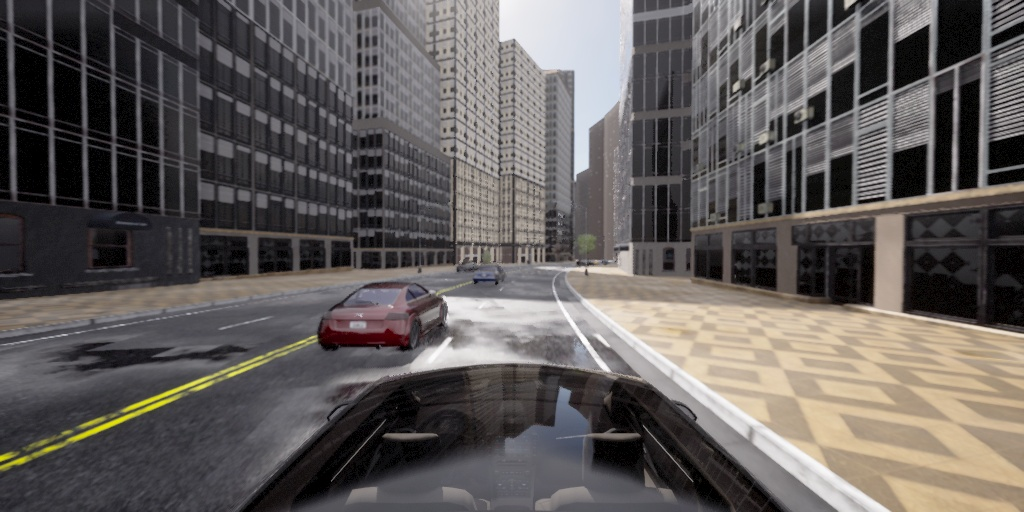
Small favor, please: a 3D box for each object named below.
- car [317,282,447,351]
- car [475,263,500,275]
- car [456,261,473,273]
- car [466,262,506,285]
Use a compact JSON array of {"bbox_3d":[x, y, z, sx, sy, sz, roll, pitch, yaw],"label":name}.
[{"bbox_3d":[-2.956,1.329,9.041,1.994,1.385,4.181,0,0,2],"label":"car"},{"bbox_3d":[-2.834,1.491,42.921,1.895,1.301,4.718,0,0,10],"label":"car"},{"bbox_3d":[-5.627,1.407,45.572,1.812,1.442,4.674,0,0,11],"label":"car"},{"bbox_3d":[-1.653,1.387,27.234,2.033,1.411,5.357,0,0,6],"label":"car"}]
